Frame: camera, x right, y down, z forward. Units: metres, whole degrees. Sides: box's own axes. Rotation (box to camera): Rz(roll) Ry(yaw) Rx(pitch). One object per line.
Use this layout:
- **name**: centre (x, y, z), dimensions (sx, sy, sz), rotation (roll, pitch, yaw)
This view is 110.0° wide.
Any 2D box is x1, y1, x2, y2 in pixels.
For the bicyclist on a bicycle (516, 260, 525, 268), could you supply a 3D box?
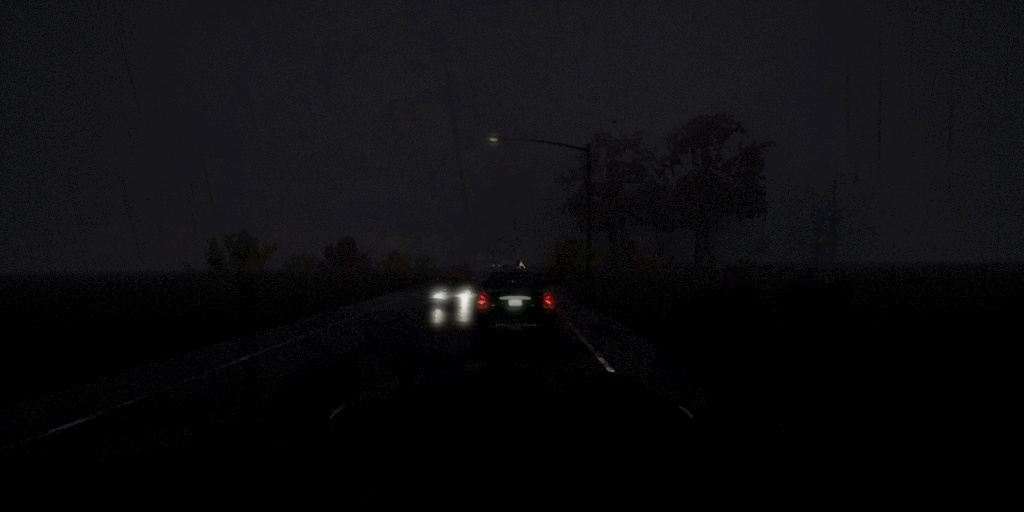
- **bicyclist on a bicycle**: centre (0.866, 1.309, 34.872), dimensions (0.866, 1.612, 1.509), rotation (0, 0, 0)

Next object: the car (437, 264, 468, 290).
- **car**: centre (-3.649, 1.308, 23.631), dimensions (1.882, 1.535, 5.008), rotation (0, 0, 0)

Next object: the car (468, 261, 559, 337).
- **car**: centre (0.084, 1.135, 10.570), dimensions (2.097, 1.767, 4.553), rotation (0, 0, 0)

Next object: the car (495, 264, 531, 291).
- **car**: centre (0.052, 1.322, 23.585), dimensions (2.128, 1.511, 4.902), rotation (0, 0, 0)
